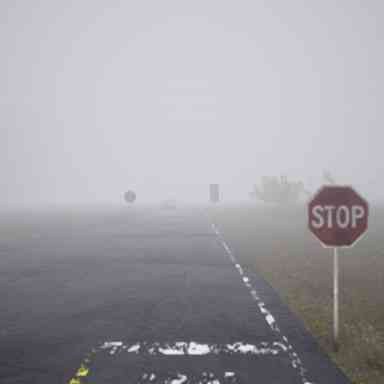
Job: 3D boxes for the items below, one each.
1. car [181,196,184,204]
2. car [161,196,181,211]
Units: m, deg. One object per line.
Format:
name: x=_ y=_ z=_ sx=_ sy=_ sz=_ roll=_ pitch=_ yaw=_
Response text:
car: x=-2.653 y=1.531 z=67.514 sx=1.882 sy=1.535 sz=5.008 roll=0 pitch=0 yaw=0
car: x=-2.693 y=1.514 z=40.497 sx=1.882 sy=1.535 sz=5.008 roll=0 pitch=0 yaw=0
